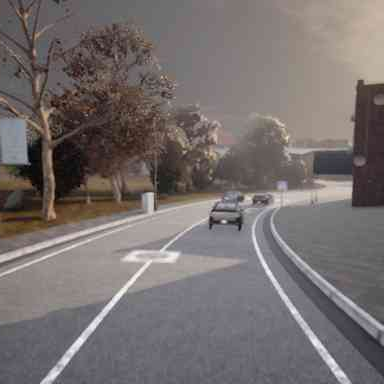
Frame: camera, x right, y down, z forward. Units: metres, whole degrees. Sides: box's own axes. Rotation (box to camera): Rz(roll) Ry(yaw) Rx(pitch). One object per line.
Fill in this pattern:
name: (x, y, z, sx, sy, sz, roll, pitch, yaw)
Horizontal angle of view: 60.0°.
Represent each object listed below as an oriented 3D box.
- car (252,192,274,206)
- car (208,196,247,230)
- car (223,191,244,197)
car: (8.440, 0.788, 39.152, 1.837, 1.490, 4.892, 2, 3, 24)
car: (2.153, 1.289, 19.747, 2.128, 1.511, 4.902, 1, 1, 11)
car: (4.999, 0.624, 40.465, 2.128, 1.511, 4.902, 3, 3, 24)
